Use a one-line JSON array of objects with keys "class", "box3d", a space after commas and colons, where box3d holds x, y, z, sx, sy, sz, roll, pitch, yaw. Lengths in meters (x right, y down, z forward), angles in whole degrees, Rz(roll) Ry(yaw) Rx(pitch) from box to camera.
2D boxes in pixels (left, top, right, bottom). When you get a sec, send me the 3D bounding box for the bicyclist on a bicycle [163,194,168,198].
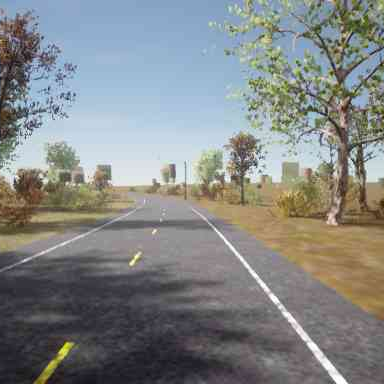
[{"class": "bicyclist on a bicycle", "box3d": [-6.807, 1.228, 90.351, 0.582, 1.620, 1.656, -1, 0, -10]}]
